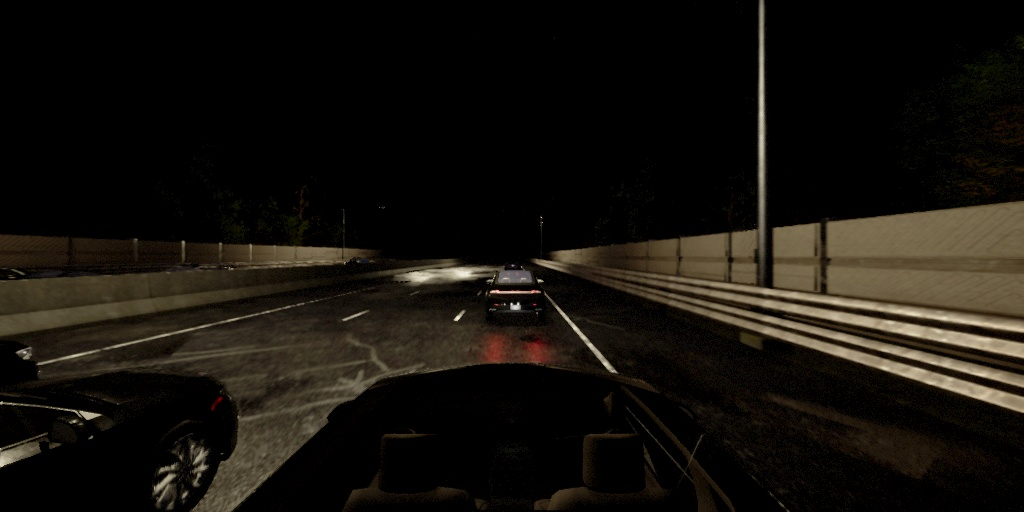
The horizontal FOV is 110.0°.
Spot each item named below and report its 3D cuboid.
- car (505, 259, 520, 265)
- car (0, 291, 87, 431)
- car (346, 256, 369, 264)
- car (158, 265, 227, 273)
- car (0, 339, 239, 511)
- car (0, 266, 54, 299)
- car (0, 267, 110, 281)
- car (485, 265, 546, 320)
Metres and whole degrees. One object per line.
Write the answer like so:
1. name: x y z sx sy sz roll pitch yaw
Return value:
1. car: 0.113 1.189 44.414 2.033 1.649 4.856 0 0 0
2. car: -6.899 1.242 2.469 2.128 1.511 4.902 0 0 0
3. car: -24.484 0.772 57.092 2.097 1.767 4.553 0 0 0
4. car: -17.593 1.246 19.588 2.128 1.511 4.902 0 0 0
5. car: -3.399 1.255 1.261 1.837 1.490 4.892 0 0 0
6. car: -24.594 1.259 16.102 1.837 1.490 4.892 0 0 0
7. car: -21.095 1.318 16.759 1.994 1.385 4.181 0 0 0
8. car: 0.104 1.244 12.573 2.128 1.511 4.902 0 0 0
